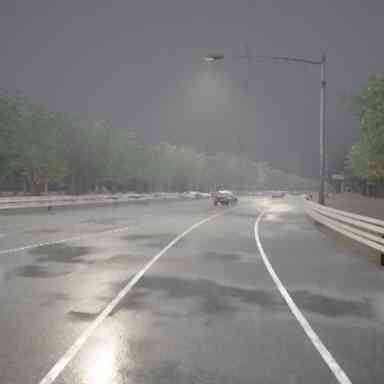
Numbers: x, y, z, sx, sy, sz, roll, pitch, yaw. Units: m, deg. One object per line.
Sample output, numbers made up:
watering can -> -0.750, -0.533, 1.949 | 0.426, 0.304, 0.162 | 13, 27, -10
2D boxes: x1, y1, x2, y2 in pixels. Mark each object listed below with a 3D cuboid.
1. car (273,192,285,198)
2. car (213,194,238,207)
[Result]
car -> 18.594, 0.618, 71.174 | 1.994, 1.385, 4.181 | 1, 1, 25
car -> 4.022, 0.977, 39.195 | 1.837, 1.490, 4.892 | 1, 1, 24
